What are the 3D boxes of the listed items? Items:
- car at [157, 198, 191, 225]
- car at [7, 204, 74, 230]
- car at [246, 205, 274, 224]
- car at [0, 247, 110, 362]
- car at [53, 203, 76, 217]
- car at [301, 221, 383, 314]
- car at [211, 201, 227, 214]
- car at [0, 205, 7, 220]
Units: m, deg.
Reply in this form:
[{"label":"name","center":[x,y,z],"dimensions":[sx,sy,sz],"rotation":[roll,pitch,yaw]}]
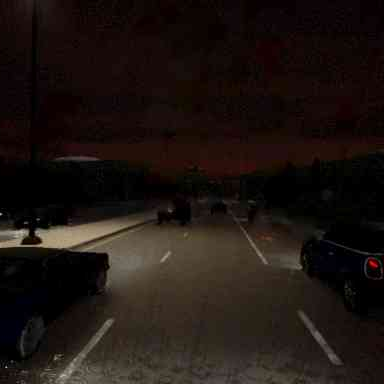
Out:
[{"label":"car","center":[-1.372,1.498,27.041],"dimensions":[2.150,2.045,5.566],"rotation":[0,-1,5]},{"label":"car","center":[-9.995,1.731,22.307],"dimensions":[1.994,1.385,4.181],"rotation":[0,-1,5]},{"label":"car","center":[5.748,1.842,28.205],"dimensions":[1.837,1.490,4.892],"rotation":[0,-1,5]},{"label":"car","center":[-3.005,1.644,5.956],"dimensions":[1.895,1.301,4.718],"rotation":[0,-1,3]},{"label":"car","center":[-12.702,1.773,31.757],"dimensions":[1.812,1.442,4.674],"rotation":[0,-1,5]},{"label":"car","center":[4.162,1.466,7.967],"dimensions":[2.097,1.767,4.553],"rotation":[0,-1,3]},{"label":"car","center":[3.425,1.950,42.502],"dimensions":[1.882,1.535,5.008],"rotation":[0,-1,5]},{"label":"car","center":[-16.599,1.721,27.330],"dimensions":[2.033,1.411,5.357],"rotation":[0,-1,5]}]
